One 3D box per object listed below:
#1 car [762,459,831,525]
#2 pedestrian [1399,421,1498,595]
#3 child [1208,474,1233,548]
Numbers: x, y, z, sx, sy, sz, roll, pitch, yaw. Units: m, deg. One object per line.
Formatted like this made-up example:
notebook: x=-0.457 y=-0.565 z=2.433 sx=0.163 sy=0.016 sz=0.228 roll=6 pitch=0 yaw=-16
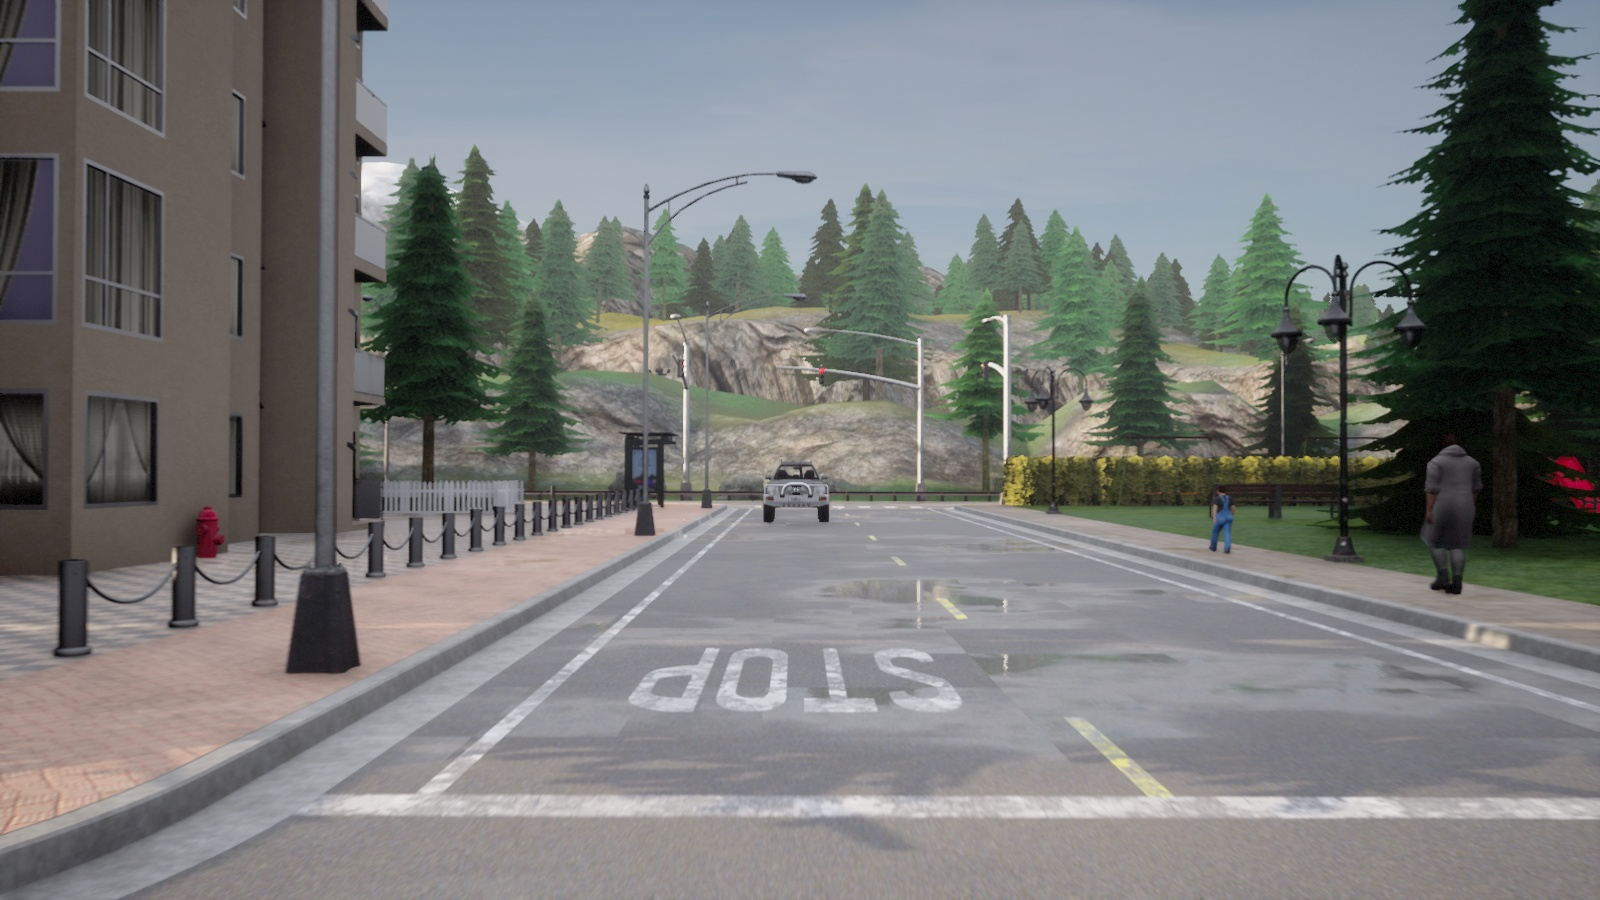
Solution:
car: x=-0.102 y=1.225 z=37.877 sx=1.932 sy=1.855 sz=4.605 roll=0 pitch=-1 yaw=0
pedestrian: x=7.485 y=0.654 z=14.536 sx=0.659 sy=1.952 sz=0.873 roll=0 pitch=-1 yaw=-1
child: x=7.262 y=1.052 z=21.677 sx=0.270 sy=1.263 sz=0.437 roll=0 pitch=-1 yaw=0
